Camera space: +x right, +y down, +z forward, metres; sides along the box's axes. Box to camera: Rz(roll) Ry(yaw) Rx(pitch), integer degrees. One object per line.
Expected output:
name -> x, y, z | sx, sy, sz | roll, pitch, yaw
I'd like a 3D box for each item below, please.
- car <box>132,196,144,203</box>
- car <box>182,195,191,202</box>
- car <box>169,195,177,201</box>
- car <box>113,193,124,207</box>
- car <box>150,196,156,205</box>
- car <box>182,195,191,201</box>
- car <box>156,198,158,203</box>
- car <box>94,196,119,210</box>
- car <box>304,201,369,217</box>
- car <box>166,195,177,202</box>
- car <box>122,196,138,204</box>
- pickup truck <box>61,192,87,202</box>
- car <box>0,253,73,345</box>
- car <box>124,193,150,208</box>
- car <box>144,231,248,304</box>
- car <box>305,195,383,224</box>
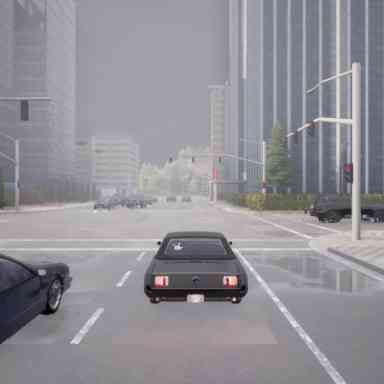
car -> -11.683, 1.546, 72.544 | 1.994, 1.385, 4.181 | 0, 0, -1
car -> -1.213, 1.553, 74.960 | 1.994, 1.385, 4.181 | 0, 0, -1
car -> -4.868, 1.524, 84.667 | 1.812, 1.442, 4.674 | 0, 0, -1
car -> -11.468, 1.221, 52.617 | 2.150, 2.045, 5.566 | 0, 0, -1
car -> -8.040, 1.352, 57.880 | 2.097, 1.767, 4.553 | 0, 0, -1
car -> -1.369, 1.540, 84.735 | 2.033, 1.411, 5.357 | 0, 0, -1
car -> -8.115, 1.564, 67.926 | 1.994, 1.385, 4.181 | 0, 0, 0
car -> -11.333, 1.564, 43.283 | 1.994, 1.385, 4.181 | 0, 0, -1
car -> 13.590, 1.547, 31.520 | 5.357, 1.411, 2.033 | 0, 0, -3
car -> -4.703, 1.500, 74.500 | 1.837, 1.490, 4.892 | 0, 0, -1
car -> -11.586, 1.491, 62.564 | 2.128, 1.511, 4.902 | 0, 0, -1
pickup truck -> -24.755, 1.059, 69.176 | 2.390, 2.098, 6.274 | 0, 0, 30
car -> -3.435, 1.547, 4.519 | 2.033, 1.411, 5.357 | 0, 0, 0
car -> -7.912, 1.221, 48.130 | 2.150, 2.045, 5.566 | 0, 0, -1
car -> 0.068, 1.601, 8.115 | 1.895, 1.301, 4.718 | 0, 0, 0
car -> 11.423, 1.221, 24.264 | 5.566, 2.045, 2.150 | 0, 0, -1
